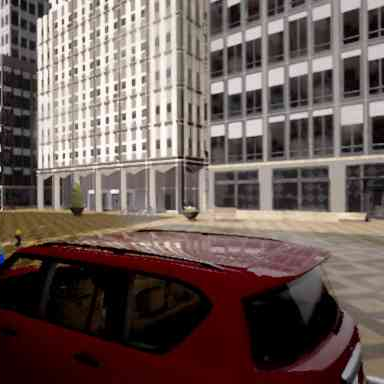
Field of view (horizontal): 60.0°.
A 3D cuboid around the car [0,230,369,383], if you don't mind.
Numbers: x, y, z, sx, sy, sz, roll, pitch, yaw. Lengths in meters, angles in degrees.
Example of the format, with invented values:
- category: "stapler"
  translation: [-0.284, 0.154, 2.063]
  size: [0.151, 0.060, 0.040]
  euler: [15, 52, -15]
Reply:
- category: "car"
  translation: [-0.911, 1.353, 3.517]
  size: [5.009, 1.841, 2.192]
  euler: [-1, 0, 35]
